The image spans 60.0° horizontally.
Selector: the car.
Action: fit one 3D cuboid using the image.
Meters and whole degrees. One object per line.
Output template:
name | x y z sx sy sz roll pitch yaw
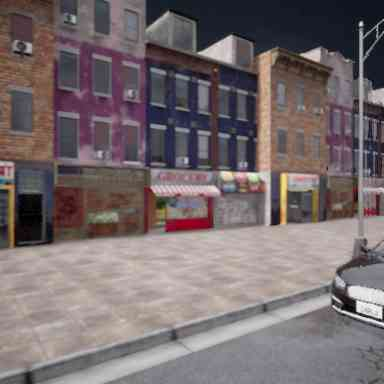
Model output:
car | 4.620 1.475 6.348 4.902 1.511 2.128 0 0 -35
